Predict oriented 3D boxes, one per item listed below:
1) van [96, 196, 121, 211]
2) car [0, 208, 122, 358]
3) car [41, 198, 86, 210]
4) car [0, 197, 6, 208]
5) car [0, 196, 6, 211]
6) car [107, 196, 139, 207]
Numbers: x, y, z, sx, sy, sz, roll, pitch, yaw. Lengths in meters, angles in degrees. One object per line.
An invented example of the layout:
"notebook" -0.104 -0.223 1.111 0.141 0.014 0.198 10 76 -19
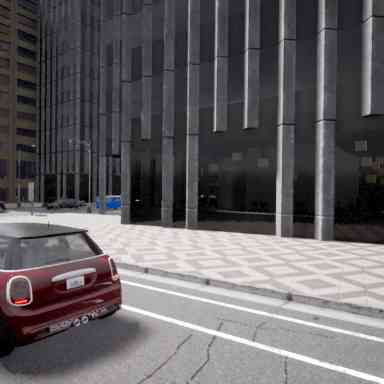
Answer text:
"van" -9.659 1.338 40.257 1.690 1.788 3.998 1 1 36
"car" -3.451 1.349 6.140 4.553 1.767 2.097 0 0 35
"car" -15.924 1.460 41.595 2.033 1.411 5.357 1 1 36
"car" -21.514 1.277 33.773 2.097 1.767 4.553 1 1 35
"car" -22.942 1.323 36.421 1.967 1.590 4.097 1 1 36
"car" -10.176 1.427 49.564 1.812 1.442 4.674 1 1 36
